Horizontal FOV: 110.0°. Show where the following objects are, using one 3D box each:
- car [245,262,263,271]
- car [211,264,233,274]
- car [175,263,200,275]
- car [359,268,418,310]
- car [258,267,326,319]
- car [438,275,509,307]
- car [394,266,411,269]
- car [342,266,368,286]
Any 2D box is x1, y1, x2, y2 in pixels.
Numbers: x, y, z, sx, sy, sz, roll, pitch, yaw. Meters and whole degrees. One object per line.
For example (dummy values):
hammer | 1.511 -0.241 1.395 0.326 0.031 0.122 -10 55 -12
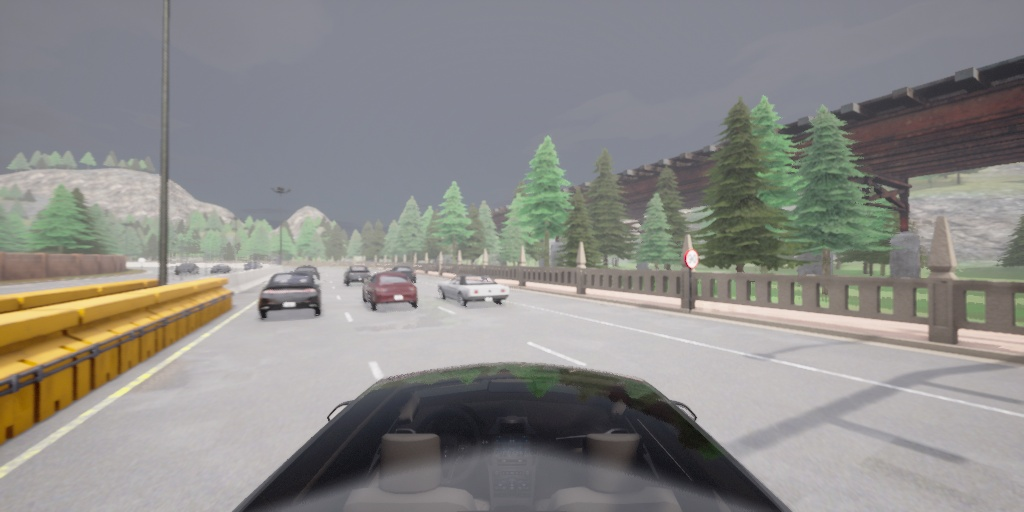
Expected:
car | -37.358 1.606 51.826 2.097 1.767 4.553 0 -1 -33
car | -40.068 1.791 49.593 1.994 1.385 4.181 0 -1 -32
car | -42.739 1.703 47.287 1.837 1.490 4.892 1 -1 -32
car | -5.373 1.421 15.658 1.812 1.442 4.674 0 0 -28
car | -8.271 1.364 13.650 2.128 1.511 4.902 0 -1 -28
car | -1.986 1.512 16.735 1.895 1.301 4.718 0 -1 -28
car | -9.389 1.579 30.536 1.812 1.442 4.674 0 0 -28
car | -12.284 1.521 28.521 2.128 1.511 4.902 0 -1 -28
